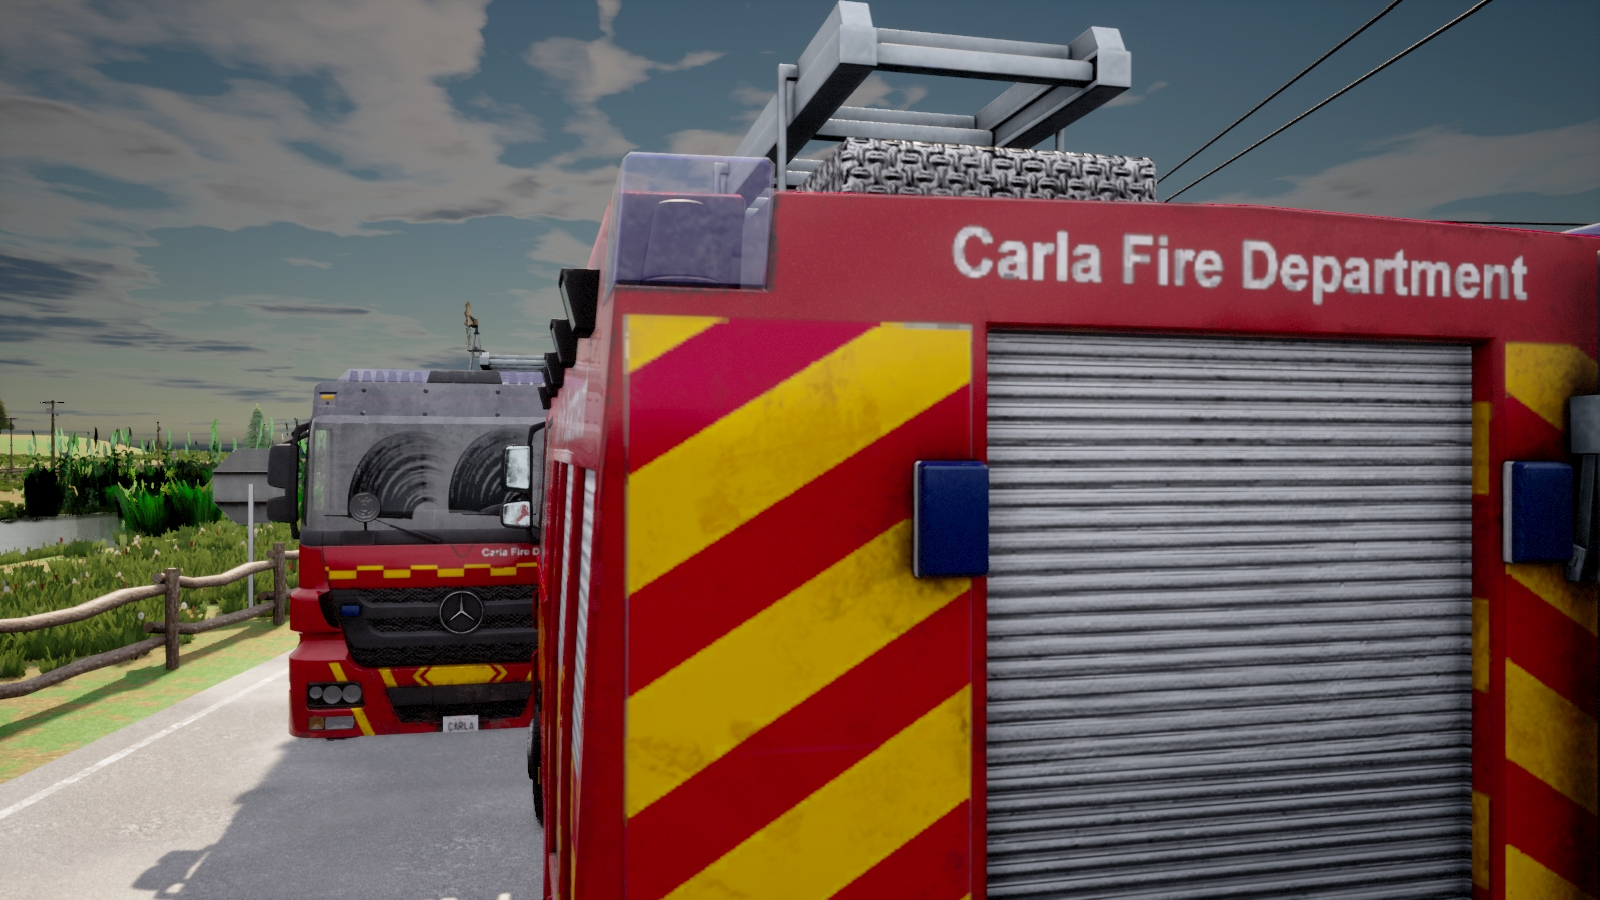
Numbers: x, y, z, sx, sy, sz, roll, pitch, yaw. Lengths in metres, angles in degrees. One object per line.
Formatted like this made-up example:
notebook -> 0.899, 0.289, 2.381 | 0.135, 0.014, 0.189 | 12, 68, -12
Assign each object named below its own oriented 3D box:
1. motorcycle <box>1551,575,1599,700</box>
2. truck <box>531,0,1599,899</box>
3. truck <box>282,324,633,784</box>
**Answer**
motorcycle -> 9.811, 2.142, 13.173 | 1.805, 1.316, 0.856 | 0, 0, -7
truck -> -0.105, 0.867, 6.873 | 2.891, 3.827, 8.468 | 0, 0, -14
truck -> -3.886, 0.862, 13.959 | 2.891, 3.827, 8.468 | 0, 0, -14
